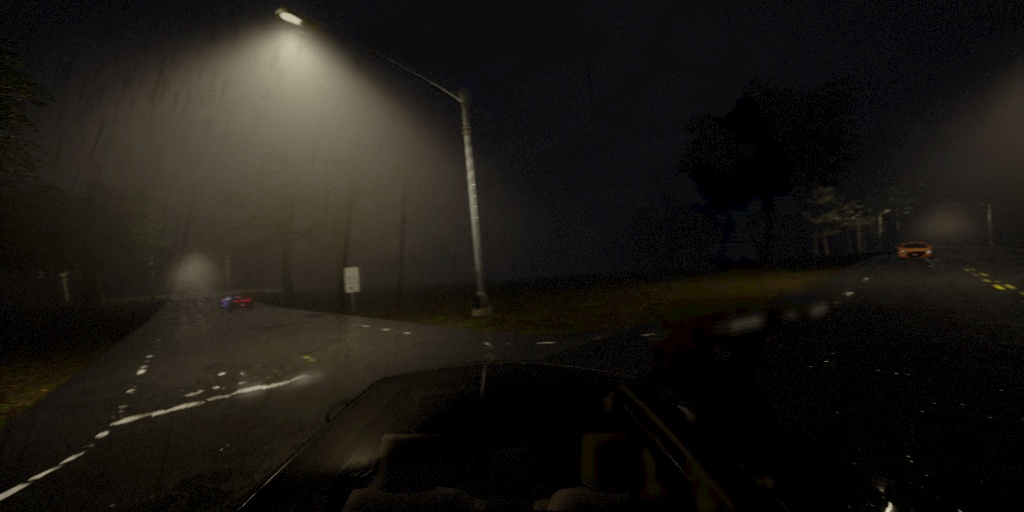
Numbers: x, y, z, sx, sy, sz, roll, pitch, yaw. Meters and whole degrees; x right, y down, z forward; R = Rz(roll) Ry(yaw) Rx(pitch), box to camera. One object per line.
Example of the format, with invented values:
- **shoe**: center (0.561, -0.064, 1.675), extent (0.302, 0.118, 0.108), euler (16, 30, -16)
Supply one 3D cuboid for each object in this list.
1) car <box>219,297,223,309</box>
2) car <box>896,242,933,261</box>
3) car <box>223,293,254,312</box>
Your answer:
- **car**: center (-34.585, 5.416, 44.123), extent (2.097, 1.767, 4.553), euler (-3, -2, -43)
- **car**: center (34.225, -0.448, 30.514), extent (5.008, 1.535, 1.882), euler (-2, 0, -42)
- **car**: center (-27.916, 4.854, 36.880), extent (2.128, 1.511, 4.902), euler (-3, -2, -42)
